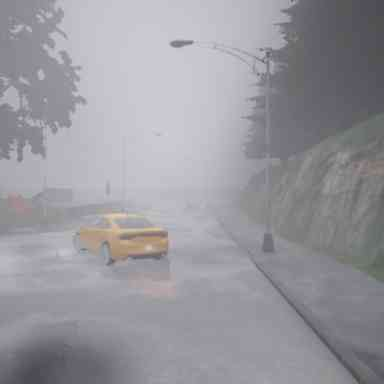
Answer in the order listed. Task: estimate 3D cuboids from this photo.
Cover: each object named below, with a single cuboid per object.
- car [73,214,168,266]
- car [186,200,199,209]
[{"bbox_3d":[-2.706,1.523,11.985,1.882,1.535,5.008,2,-1,-35],"label":"car"},{"bbox_3d":[0.098,1.785,49.401,1.895,1.301,4.718,0,0,0],"label":"car"}]
